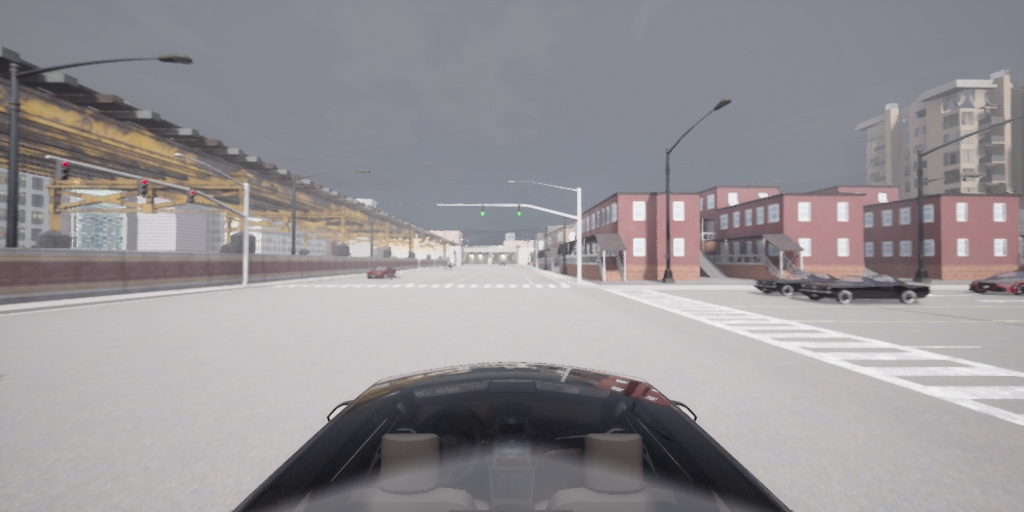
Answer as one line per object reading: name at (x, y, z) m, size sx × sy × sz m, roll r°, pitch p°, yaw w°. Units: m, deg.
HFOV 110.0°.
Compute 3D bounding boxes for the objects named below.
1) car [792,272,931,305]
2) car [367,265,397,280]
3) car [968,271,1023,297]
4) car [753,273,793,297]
car at (16.545, 1.557, 17.042) m, size 4.718 × 1.301 × 1.895 m, roll 0°, pitch -1°, yaw 0°
car at (-14.003, 1.775, 38.753) m, size 1.882 × 1.535 × 5.008 m, roll 0°, pitch 0°, yaw 0°
car at (29.143, 1.567, 20.545) m, size 4.181 × 1.385 × 1.994 m, roll 0°, pitch -1°, yaw 0°
car at (16.665, 1.604, 20.547) m, size 4.718 × 1.301 × 1.895 m, roll 0°, pitch -1°, yaw 1°
